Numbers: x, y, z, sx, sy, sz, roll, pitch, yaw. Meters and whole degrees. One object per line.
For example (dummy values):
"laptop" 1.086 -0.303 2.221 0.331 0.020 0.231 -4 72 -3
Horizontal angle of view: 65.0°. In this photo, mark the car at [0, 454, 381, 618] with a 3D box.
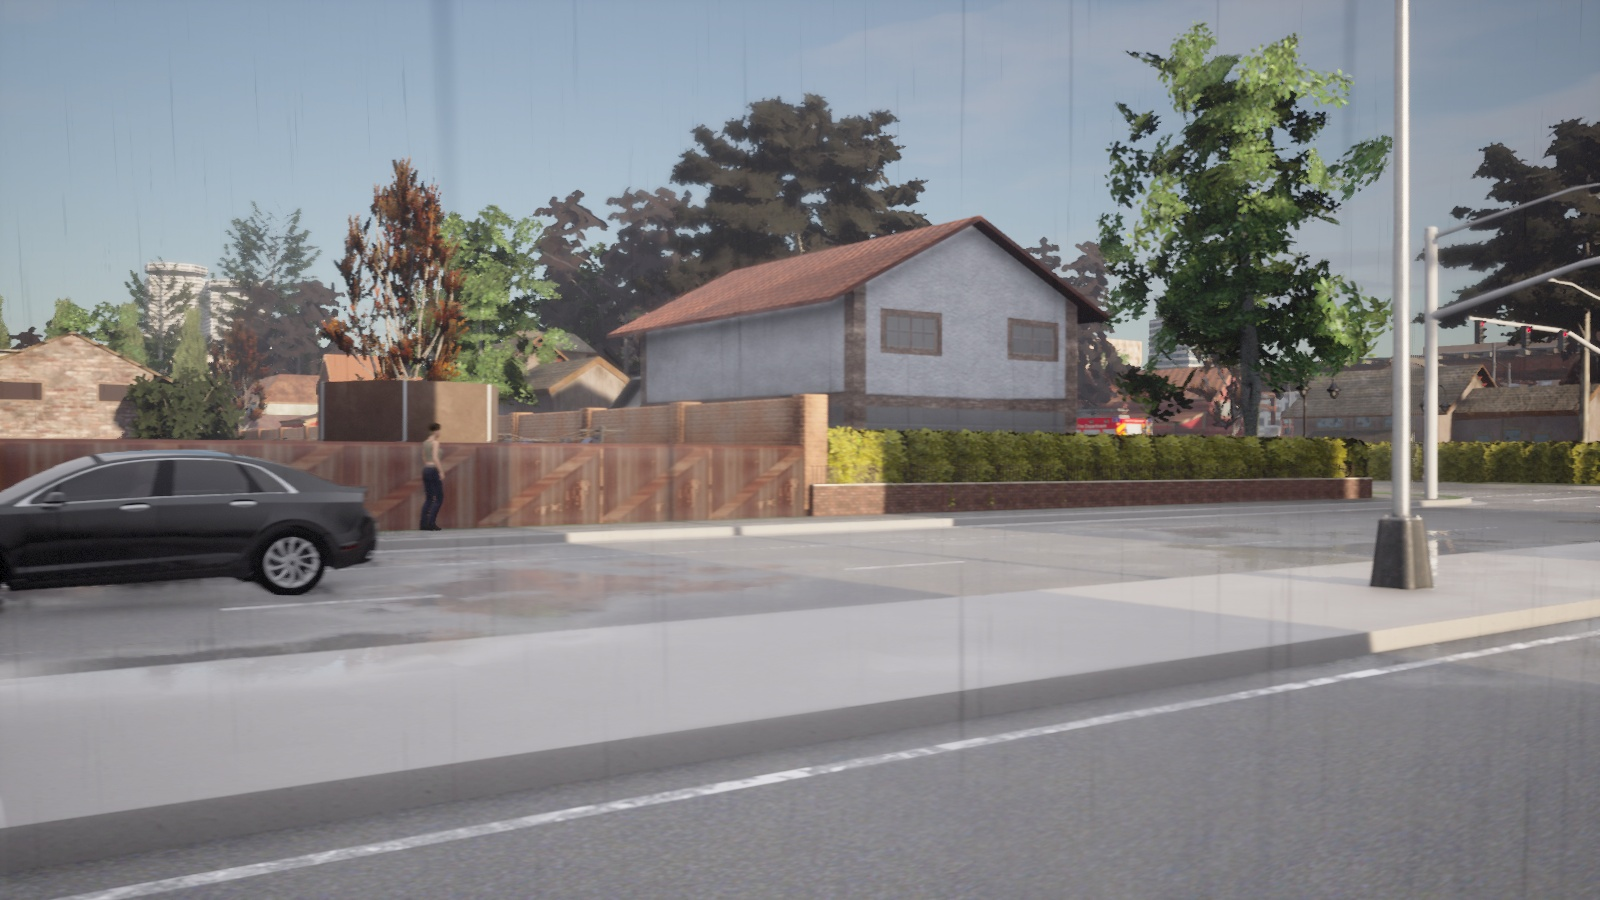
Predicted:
"car" -7.016 0.796 12.796 4.892 1.490 1.837 0 0 -35

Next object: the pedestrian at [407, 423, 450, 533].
"pedestrian" -6.251 0.466 21.141 0.594 1.836 0.345 0 0 -44

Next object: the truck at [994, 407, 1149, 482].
"truck" 14.600 -0.282 68.319 2.891 3.827 8.468 0 0 -35
